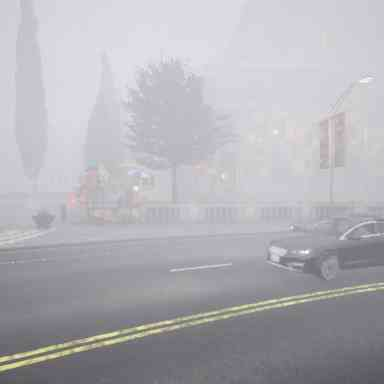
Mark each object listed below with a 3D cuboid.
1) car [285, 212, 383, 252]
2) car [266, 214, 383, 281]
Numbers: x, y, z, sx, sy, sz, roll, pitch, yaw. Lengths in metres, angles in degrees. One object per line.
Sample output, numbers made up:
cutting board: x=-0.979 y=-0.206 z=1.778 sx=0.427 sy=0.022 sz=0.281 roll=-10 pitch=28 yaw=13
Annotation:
car: x=6.513 y=1.601 z=14.003 sx=4.718 sy=1.301 sz=1.895 roll=0 pitch=0 yaw=-15
car: x=4.513 y=1.492 z=9.639 sx=4.902 sy=1.511 sz=2.128 roll=0 pitch=0 yaw=-20
